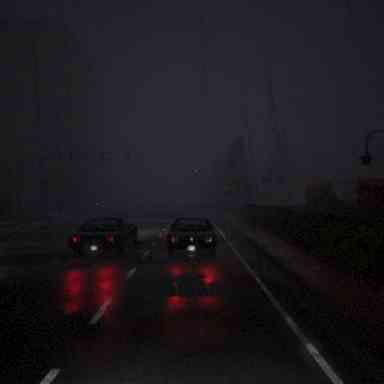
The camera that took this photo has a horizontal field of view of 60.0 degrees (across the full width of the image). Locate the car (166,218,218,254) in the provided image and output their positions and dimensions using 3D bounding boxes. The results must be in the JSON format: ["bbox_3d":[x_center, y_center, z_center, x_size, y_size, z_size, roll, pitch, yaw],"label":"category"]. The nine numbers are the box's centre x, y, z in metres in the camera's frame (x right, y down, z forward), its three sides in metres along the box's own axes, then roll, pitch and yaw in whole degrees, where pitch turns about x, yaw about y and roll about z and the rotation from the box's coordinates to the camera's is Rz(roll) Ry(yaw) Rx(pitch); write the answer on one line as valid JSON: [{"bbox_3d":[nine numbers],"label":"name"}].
[{"bbox_3d":[-0.006,1.732,14.107,1.895,1.301,4.718,0,0,0],"label":"car"}]

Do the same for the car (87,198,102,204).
[{"bbox_3d":[-25.620,2.330,87.083,4.674,1.442,1.812,0,-1,34],"label":"car"}]

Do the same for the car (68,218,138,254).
[{"bbox_3d":[-3.506,1.732,14.105,1.895,1.301,4.718,0,0,0],"label":"car"}]
